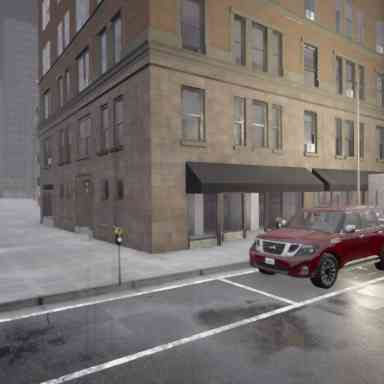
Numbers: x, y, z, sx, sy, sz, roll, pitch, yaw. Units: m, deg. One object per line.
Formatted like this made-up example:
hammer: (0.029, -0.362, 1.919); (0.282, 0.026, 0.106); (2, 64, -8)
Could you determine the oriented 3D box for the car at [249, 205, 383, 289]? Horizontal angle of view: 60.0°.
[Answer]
car: (3.879, 1.313, 9.322); (5.009, 1.841, 2.192); (0, -1, -36)
